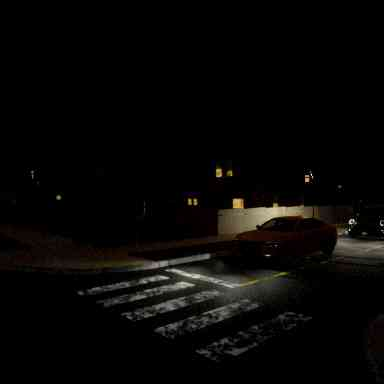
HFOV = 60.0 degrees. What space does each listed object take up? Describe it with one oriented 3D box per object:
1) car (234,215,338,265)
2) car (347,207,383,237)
[{"bbox_3d":[3.689,1.666,12.672,5.008,1.535,1.882,1,-2,-42],"label":"car"},{"bbox_3d":[10.749,1.638,19.085,4.553,1.767,2.097,1,-2,-42],"label":"car"}]
